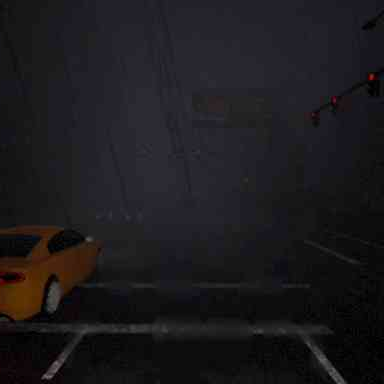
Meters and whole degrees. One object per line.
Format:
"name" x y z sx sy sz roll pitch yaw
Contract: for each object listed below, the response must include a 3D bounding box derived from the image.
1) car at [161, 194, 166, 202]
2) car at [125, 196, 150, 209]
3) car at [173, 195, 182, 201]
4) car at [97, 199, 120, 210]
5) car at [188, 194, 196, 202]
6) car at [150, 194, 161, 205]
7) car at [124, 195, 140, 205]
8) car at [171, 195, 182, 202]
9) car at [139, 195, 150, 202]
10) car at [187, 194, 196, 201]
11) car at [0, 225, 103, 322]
"car" -7.006 1.204 73.926 2.097 1.767 4.553 0 0 0
"car" -7.086 1.403 43.327 1.882 1.535 5.008 0 0 0
"car" -3.506 1.358 81.401 1.994 1.385 4.181 0 0 -6
"car" -10.590 1.528 42.170 1.895 1.301 4.718 0 0 0
"car" -0.006 1.467 72.366 1.895 1.301 4.718 0 0 0
"car" -7.055 1.376 58.387 1.882 1.535 5.008 0 0 0
"car" -10.544 1.376 58.749 1.882 1.535 5.008 0 0 0
"car" -3.506 1.396 72.597 2.128 1.511 4.902 0 0 0
"car" -10.506 1.444 73.910 1.895 1.301 4.718 0 0 0
"car" -0.006 1.331 81.402 2.128 1.511 4.902 0 0 0
"car" -3.408 1.465 7.356 1.882 1.535 5.008 0 0 0
